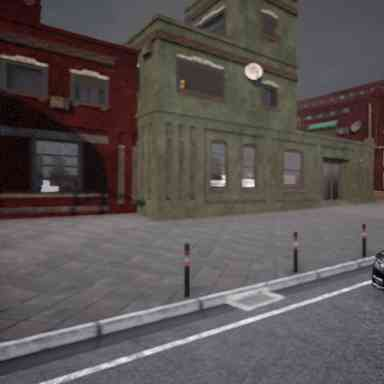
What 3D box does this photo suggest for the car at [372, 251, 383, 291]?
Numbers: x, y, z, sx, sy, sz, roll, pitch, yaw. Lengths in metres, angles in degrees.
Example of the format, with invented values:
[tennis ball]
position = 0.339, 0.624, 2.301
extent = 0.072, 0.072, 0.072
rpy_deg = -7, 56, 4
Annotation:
[car]
position = 6.061, 1.469, 7.705
extent = 4.902, 1.511, 2.128
rpy_deg = -1, 0, -36
